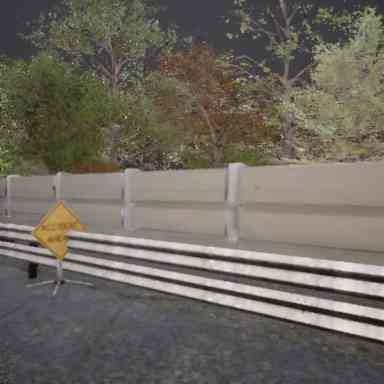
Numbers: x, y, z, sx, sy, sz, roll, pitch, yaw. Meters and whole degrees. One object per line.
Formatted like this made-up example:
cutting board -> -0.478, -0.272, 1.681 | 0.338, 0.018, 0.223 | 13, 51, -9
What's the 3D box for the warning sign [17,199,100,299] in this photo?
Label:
warning sign -> -2.853, 1.108, 7.191 | 1.060, 1.860, 1.300 | 0, 0, 35
